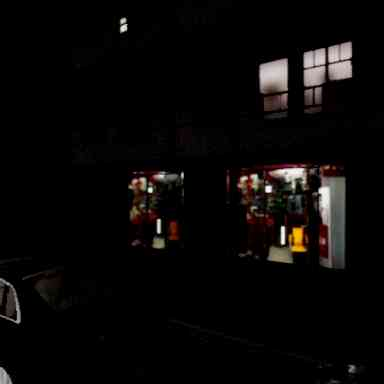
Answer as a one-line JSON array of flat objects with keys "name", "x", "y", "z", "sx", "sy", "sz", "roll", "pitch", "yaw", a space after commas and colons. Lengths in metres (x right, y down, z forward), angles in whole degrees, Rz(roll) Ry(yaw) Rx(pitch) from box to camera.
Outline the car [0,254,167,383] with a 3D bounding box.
[{"name": "car", "x": -2.343, "y": 1.550, "z": 4.546, "sx": 4.403, "sy": 1.369, "sz": 2.008, "roll": 0, "pitch": 0, "yaw": 35}]

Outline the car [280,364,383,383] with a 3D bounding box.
[{"name": "car", "x": 2.286, "y": 1.551, "z": 1.249, "sx": 4.403, "sy": 1.369, "sz": 2.008, "roll": 0, "pitch": 0, "yaw": 35}]
